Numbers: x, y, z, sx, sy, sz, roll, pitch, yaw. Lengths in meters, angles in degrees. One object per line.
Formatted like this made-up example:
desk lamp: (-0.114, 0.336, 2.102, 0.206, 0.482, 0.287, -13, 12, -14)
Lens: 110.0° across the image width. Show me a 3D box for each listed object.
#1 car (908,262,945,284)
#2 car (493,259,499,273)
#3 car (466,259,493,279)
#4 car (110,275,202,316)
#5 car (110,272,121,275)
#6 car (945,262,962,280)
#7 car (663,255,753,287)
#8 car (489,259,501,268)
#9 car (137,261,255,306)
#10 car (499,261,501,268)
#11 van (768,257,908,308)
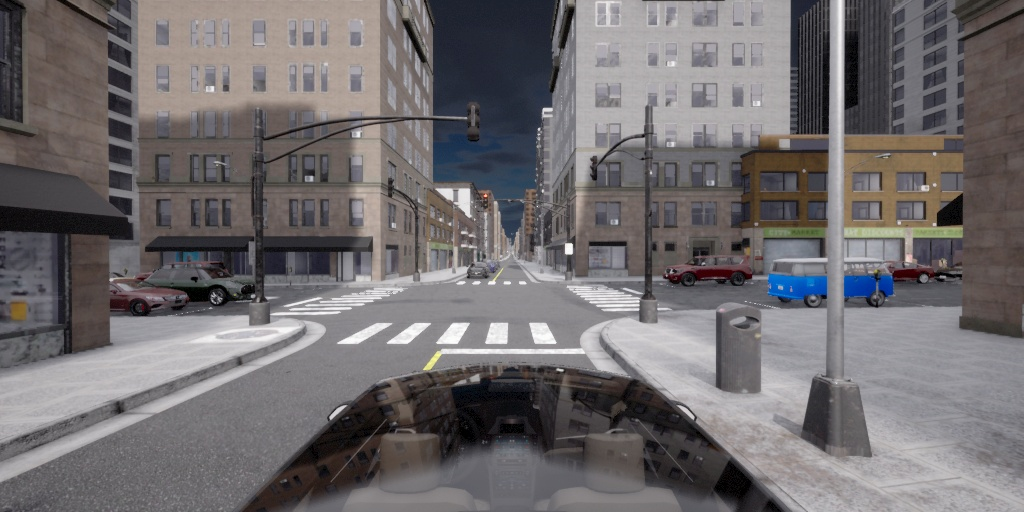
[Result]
car: (23.328, 0.964, 22.263, 4.507, 1.381, 1.888, 0, 0, 0)
car: (-3.059, 1.116, 43.503, 2.097, 1.767, 4.553, 0, 0, 0)
car: (-3.071, 1.260, 33.344, 1.837, 1.490, 4.892, 0, 0, 0)
car: (-14.810, 1.528, 13.670, 4.207, 1.307, 1.802, 0, 0, 0)
car: (-26.005, 1.551, 22.176, 4.829, 1.417, 1.751, 0, 0, 0)
car: (28.938, 0.916, 22.273, 4.313, 1.339, 1.948, 0, 0, 0)
car: (12.111, 0.872, 22.243, 5.009, 1.841, 2.192, 0, 0, 0)
car: (-2.998, 1.300, 63.978, 1.837, 1.490, 4.892, 0, 0, 0)
car: (-14.000, 1.269, 16.312, 4.553, 1.767, 2.097, -1, 0, 0)
car: (-3.049, 1.283, 53.651, 1.837, 1.490, 4.892, 0, 0, 0)
van: (12.127, 0.957, 13.718, 3.998, 1.789, 1.690, 0, 0, 0)
